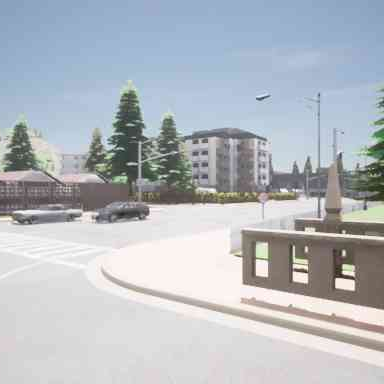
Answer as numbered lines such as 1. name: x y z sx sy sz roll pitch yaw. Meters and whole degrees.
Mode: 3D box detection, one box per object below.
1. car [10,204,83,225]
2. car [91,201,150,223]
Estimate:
1. car: -10.555 1.589 24.391 1.895 1.301 4.718 0 0 38
2. car: -5.356 1.480 25.397 2.128 1.511 4.902 0 0 38
